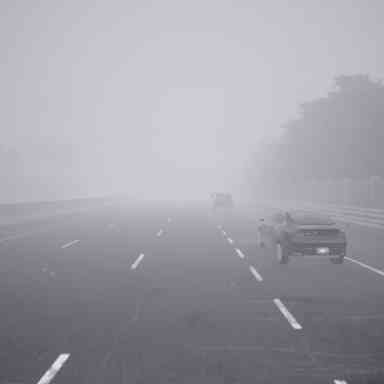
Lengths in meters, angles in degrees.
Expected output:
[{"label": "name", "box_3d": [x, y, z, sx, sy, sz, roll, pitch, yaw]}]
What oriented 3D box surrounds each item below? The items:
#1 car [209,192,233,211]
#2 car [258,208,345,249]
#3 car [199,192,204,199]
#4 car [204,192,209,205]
[{"label": "car", "box_3d": [3.509, 1.066, 39.064, 2.150, 2.045, 5.566, 0, 0, 0]}, {"label": "car", "box_3d": [3.503, 1.322, 11.329, 1.837, 1.490, 4.892, 0, 0, 0]}, {"label": "car", "box_3d": [3.519, 0.856, 82.505, 2.097, 1.767, 4.553, 0, 0, 0]}, {"label": "car", "box_3d": [3.512, 0.978, 51.798, 2.150, 2.045, 5.566, 0, 0, 0]}]
